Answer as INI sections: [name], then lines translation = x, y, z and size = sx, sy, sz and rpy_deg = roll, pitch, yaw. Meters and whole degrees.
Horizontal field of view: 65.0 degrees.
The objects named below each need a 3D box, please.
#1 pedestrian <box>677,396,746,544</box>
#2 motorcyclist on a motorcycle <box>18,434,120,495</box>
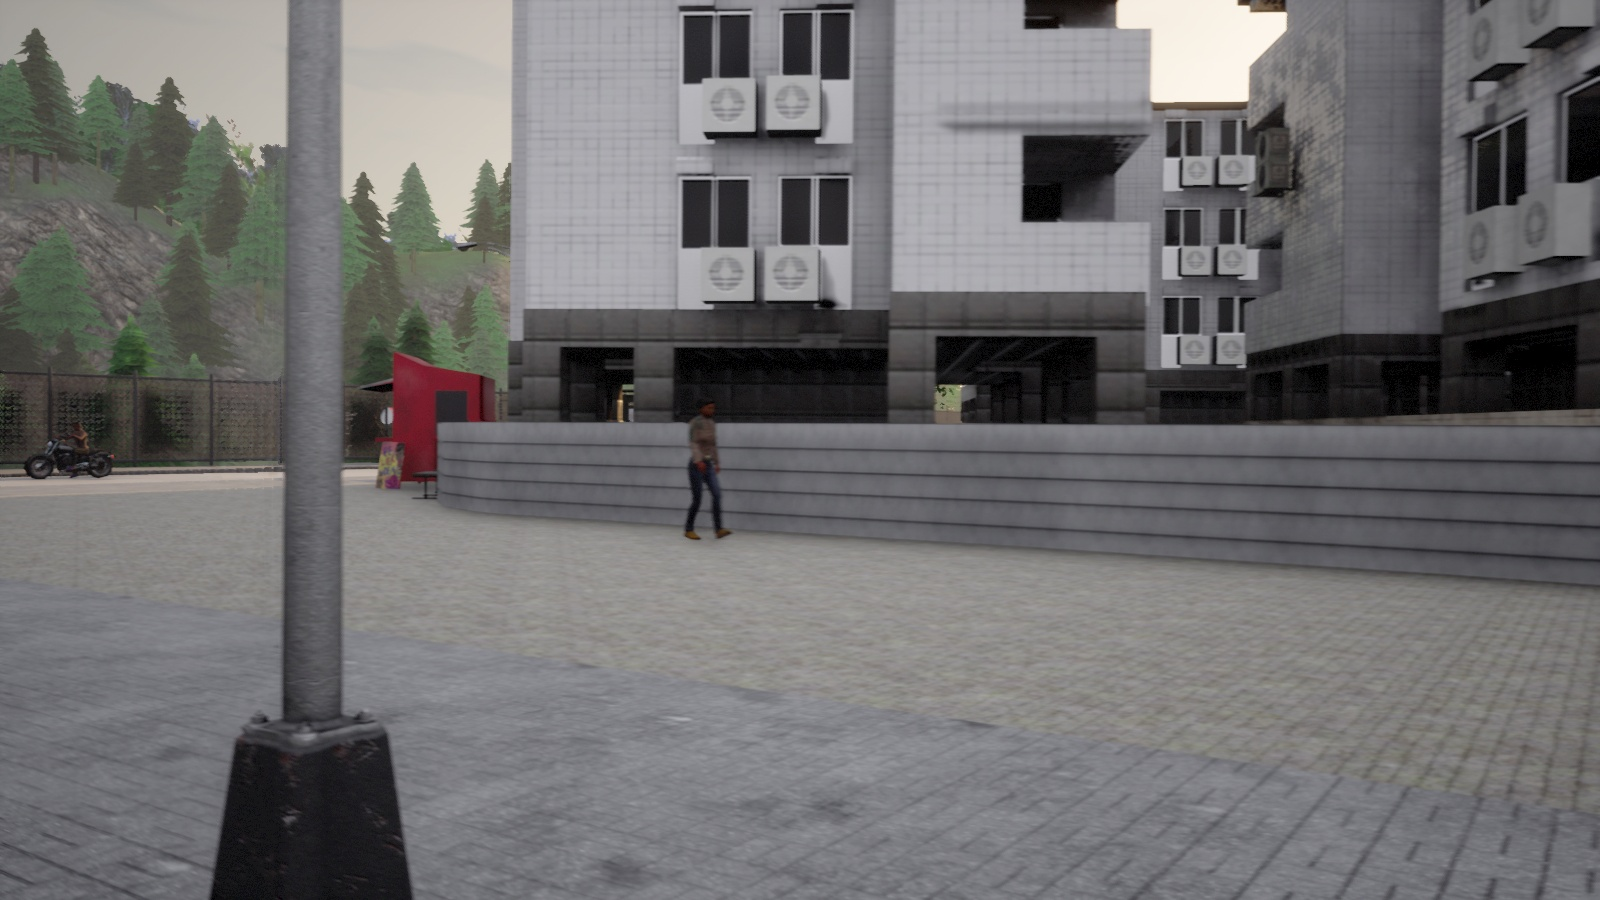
[pedestrian]
translation = -1.112, 0.237, 15.685
size = 0.869, 1.805, 0.328
rpy_deg = 0, 1, 42
[motorcyclist on a motorcycle]
translation = -20.469, 0.386, 35.234
size = 0.766, 1.649, 2.350
rpy_deg = 0, 1, 34
